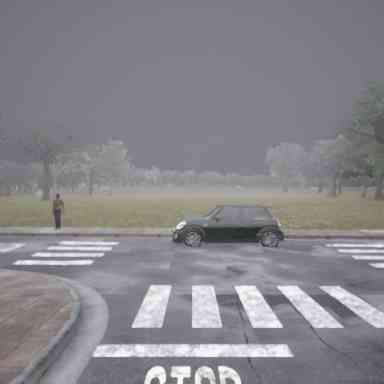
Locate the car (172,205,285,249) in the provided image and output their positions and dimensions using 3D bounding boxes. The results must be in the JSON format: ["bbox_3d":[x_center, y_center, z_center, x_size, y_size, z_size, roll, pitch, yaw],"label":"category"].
[{"bbox_3d":[1.448,1.322,14.022,4.553,1.767,2.097,0,1,0],"label":"car"}]

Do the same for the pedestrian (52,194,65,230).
[{"bbox_3d":[-6.838,0.986,16.929,0.375,1.860,0.375,0,1,0],"label":"pedestrian"}]
